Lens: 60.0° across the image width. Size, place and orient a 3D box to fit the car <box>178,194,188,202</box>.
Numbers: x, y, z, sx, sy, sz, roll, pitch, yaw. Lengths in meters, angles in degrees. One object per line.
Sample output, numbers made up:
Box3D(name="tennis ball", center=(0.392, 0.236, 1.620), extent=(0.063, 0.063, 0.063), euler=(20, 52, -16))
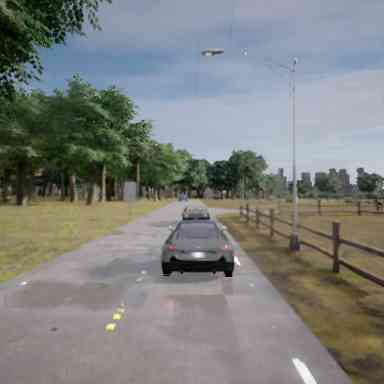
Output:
Box3D(name="car", center=(-2.189, 1.413, 82.502), extent=(2.150, 2.045, 5.566), euler=(0, 0, 0))

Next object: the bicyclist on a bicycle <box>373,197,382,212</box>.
Box3D(name="bicyclist on a bicycle", center=(20.158, 1.410, 36.205), extent=(0.582, 1.620, 1.656), euler=(0, 0, 0))

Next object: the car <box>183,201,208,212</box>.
Box3D(name="car", center=(0.259, 1.576, 24.089), extent=(1.895, 1.301, 4.718), euler=(0, 0, 0))

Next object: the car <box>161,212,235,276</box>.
Box3D(name="car", center=(0.165, 1.544, 10.329), extent=(1.994, 1.385, 4.181), euler=(0, 0, 0))
